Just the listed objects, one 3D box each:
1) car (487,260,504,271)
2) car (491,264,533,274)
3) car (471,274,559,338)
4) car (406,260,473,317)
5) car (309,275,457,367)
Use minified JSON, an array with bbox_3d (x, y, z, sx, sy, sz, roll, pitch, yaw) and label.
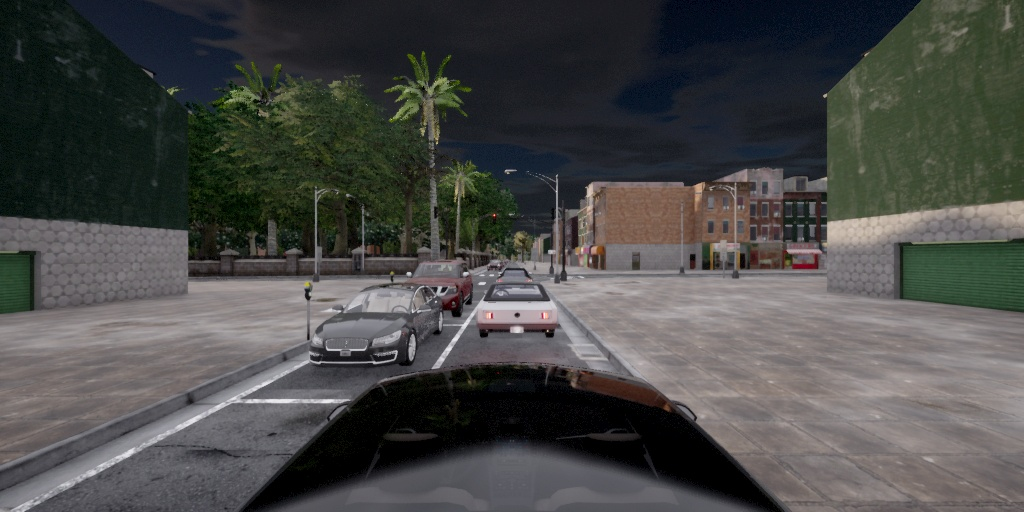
[{"bbox_3d":[-2.493,1.295,51.451,1.967,1.591,4.097,0,0,0],"label":"car"},{"bbox_3d":[0.159,1.325,19.355,1.994,1.385,4.181,0,0,2],"label":"car"},{"bbox_3d":[0.124,1.353,10.183,1.895,1.301,4.718,0,0,0],"label":"car"},{"bbox_3d":[-2.605,1.069,13.305,2.192,1.841,5.009,0,0,0],"label":"car"},{"bbox_3d":[-2.621,1.301,7.842,2.007,1.370,4.403,0,0,0],"label":"car"}]
